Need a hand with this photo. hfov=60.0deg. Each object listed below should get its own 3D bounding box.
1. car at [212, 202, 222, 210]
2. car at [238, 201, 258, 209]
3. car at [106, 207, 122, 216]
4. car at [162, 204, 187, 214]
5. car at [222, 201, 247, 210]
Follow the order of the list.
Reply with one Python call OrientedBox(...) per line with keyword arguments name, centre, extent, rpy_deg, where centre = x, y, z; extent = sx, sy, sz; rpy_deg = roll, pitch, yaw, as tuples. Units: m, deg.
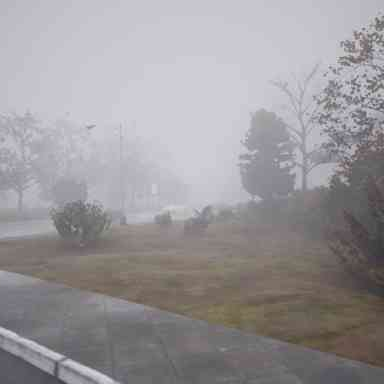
OrientedBox(name="car", centre=(4.574, 2.312, 52.866), extent=(1.837, 1.490, 4.892), rpy_deg=(-3, -2, 32))
OrientedBox(name="car", centre=(10.439, 2.411, 62.098), extent=(1.837, 1.490, 4.892), rpy_deg=(-3, -2, 33))
OrientedBox(name="car", centre=(-9.645, 2.362, 37.140), extent=(1.812, 1.442, 4.674), rpy_deg=(-3, -2, 32))
OrientedBox(name="car", centre=(-2.499, 2.435, 48.498), extent=(1.812, 1.442, 4.674), rpy_deg=(-3, -2, 33))
OrientedBox(name="car", centre=(7.114, 2.196, 50.324), extent=(2.033, 1.411, 5.357), rpy_deg=(-3, -2, 32))
